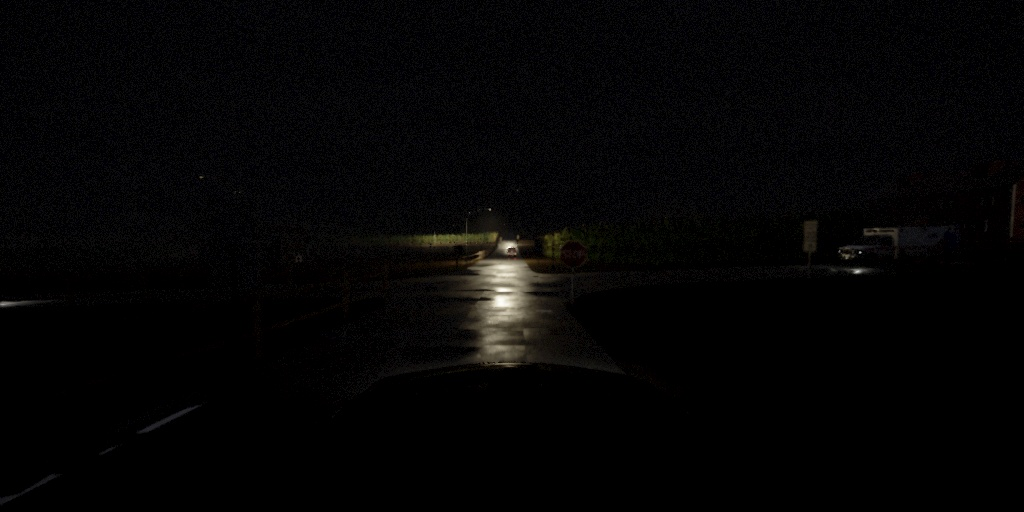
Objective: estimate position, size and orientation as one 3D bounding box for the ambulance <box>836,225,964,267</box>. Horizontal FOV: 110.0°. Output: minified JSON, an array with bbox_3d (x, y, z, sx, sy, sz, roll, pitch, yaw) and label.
[{"bbox_3d":[25.178,-0.664,23.544,6.366,2.431,2.351,-2,3,0],"label":"ambulance"}]
